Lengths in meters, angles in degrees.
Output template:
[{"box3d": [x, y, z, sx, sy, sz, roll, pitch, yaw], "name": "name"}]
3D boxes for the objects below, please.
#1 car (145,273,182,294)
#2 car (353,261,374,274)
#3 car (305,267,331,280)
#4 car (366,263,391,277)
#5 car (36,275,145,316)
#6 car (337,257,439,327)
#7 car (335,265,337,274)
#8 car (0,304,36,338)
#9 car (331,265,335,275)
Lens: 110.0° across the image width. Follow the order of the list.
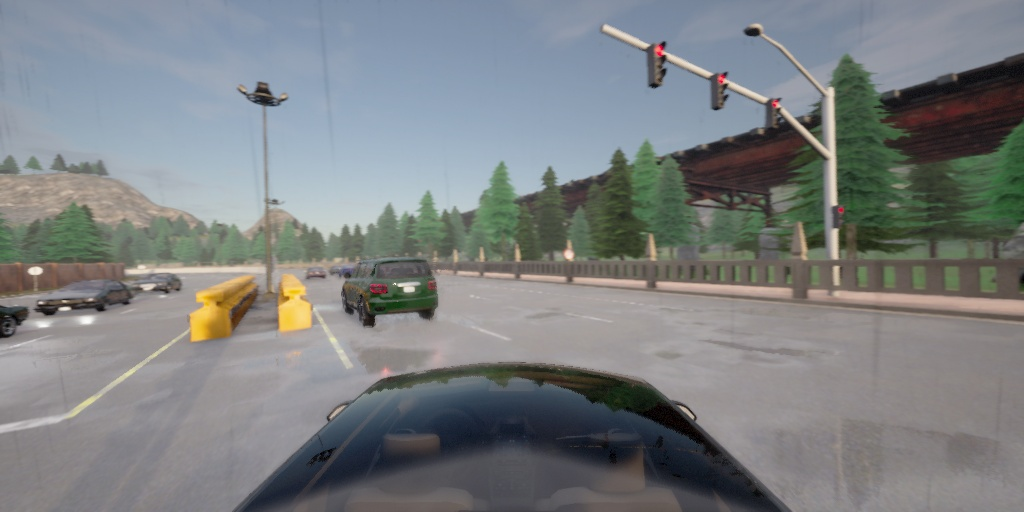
[{"box3d": [-25.699, 1.967, 26.084, 2.128, 1.511, 4.902, -2, 0, -32], "name": "car"}, {"box3d": [-22.101, 1.713, 53.333, 2.097, 1.767, 4.553, -2, 0, -32], "name": "car"}, {"box3d": [-22.220, 1.917, 40.596, 2.033, 1.411, 5.357, -2, 0, -32], "name": "car"}, {"box3d": [-16.736, 1.689, 44.893, 1.882, 1.535, 5.008, -2, 0, -32], "name": "car"}, {"box3d": [-20.163, 1.868, 17.279, 2.033, 1.411, 5.357, -2, 0, -32], "name": "car"}, {"box3d": [-4.401, 1.093, 12.497, 2.150, 2.045, 5.566, -2, 0, -33], "name": "car"}, {"box3d": [-19.210, 1.760, 42.375, 1.882, 1.535, 5.008, -2, 0, -32], "name": "car"}, {"box3d": [-14.971, 1.776, 9.041, 1.895, 1.301, 4.718, -2, 0, -32], "name": "car"}, {"box3d": [-24.875, 1.989, 51.184, 2.033, 1.411, 5.357, -2, 0, -32], "name": "car"}]
